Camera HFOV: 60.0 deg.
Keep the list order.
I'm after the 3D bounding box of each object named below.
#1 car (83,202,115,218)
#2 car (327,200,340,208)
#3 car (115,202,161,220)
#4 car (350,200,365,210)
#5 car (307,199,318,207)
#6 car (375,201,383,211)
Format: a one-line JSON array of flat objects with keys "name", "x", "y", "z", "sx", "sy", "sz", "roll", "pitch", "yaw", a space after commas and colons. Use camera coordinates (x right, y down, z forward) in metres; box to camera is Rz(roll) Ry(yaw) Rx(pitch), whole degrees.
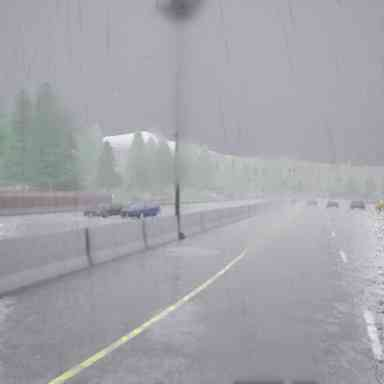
[{"name": "car", "x": -7.837, "y": 1.693, "z": 31.334, "sx": 2.033, "sy": 1.411, "sz": 5.357, "roll": 0, "pitch": 0, "yaw": 20}, {"name": "car", "x": 24.860, "y": 2.092, "z": 58.687, "sx": 1.812, "sy": 1.442, "sz": 4.674, "roll": 0, "pitch": 0, "yaw": 21}, {"name": "car", "x": -4.557, "y": 1.639, "z": 30.114, "sx": 1.882, "sy": 1.535, "sz": 5.008, "roll": 0, "pitch": 0, "yaw": 20}, {"name": "car", "x": 26.873, "y": 2.052, "z": 54.063, "sx": 2.128, "sy": 1.511, "sz": 4.902, "roll": 0, "pitch": 0, "yaw": 20}, {"name": "car", "x": 22.909, "y": 2.065, "z": 63.452, "sx": 2.128, "sy": 1.511, "sz": 4.902, "roll": 0, "pitch": 0, "yaw": 21}, {"name": "car", "x": 29.533, "y": 2.049, "z": 51.179, "sx": 1.882, "sy": 1.535, "sz": 5.008, "roll": 0, "pitch": 0, "yaw": 20}]
